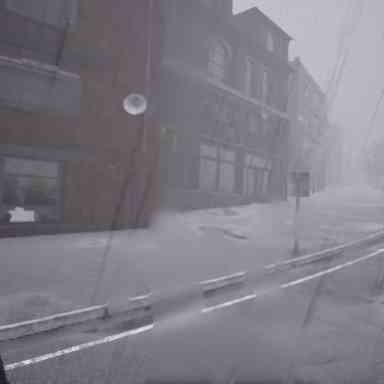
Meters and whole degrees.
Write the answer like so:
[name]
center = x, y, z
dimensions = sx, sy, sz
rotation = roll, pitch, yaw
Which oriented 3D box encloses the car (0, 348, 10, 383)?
[car]
center = -3.540, 1.616, 1.584
dimensions = 4.718, 1.301, 1.895
rotation = 0, 0, -35
